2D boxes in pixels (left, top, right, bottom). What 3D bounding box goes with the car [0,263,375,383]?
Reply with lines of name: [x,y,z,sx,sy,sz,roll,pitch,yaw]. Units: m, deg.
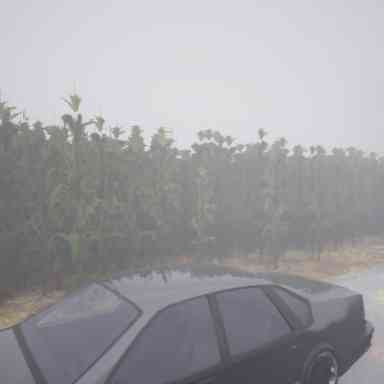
car: [-0.288,1.542,3.297,5.357,1.411,2.033,-1,0,-36]
